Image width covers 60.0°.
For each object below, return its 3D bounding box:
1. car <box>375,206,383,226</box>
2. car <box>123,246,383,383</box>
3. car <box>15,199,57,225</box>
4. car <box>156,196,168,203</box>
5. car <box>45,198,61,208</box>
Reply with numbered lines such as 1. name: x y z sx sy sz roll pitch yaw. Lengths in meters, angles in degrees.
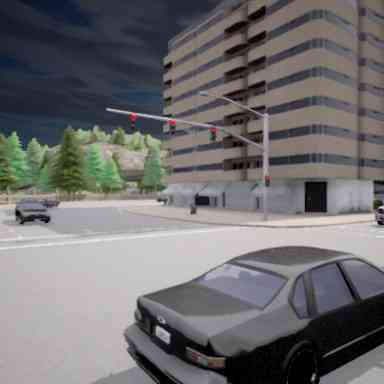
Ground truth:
1. car: 15.136 1.307 23.364 5.566 2.045 2.150 0 0 -35
2. car: 1.731 1.562 4.977 5.357 1.411 2.033 0 0 -35
3. car: -11.490 1.463 23.858 2.033 1.411 5.357 0 0 -33
4. car: -4.849 1.445 67.866 2.033 1.411 5.357 0 0 40
5. car: -18.587 1.466 42.960 1.895 1.301 4.718 0 0 -5
